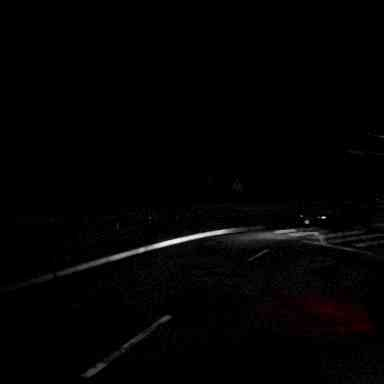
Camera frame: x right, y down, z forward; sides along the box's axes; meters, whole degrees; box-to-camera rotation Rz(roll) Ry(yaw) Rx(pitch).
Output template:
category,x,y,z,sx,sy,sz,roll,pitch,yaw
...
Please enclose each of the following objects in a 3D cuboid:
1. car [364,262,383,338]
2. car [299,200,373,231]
category,x,y,z,sx,sy,sz,roll,pitch,yaw
car,4.225,1.460,3.157,1.837,1.490,4.892,0,0,-29
car,8.118,1.233,18.672,4.902,1.511,2.128,-2,1,-31
